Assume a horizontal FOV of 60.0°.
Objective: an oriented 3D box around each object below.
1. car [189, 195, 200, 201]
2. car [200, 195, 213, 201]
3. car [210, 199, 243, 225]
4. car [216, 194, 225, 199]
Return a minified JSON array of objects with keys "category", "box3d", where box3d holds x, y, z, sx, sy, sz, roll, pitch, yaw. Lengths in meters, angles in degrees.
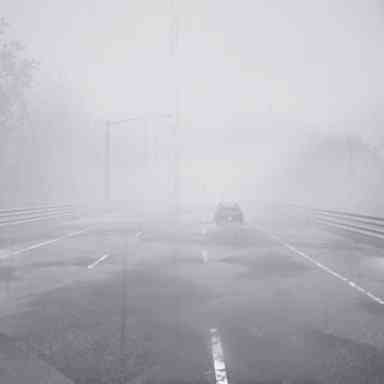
[{"category":"car","box3d":[0.242,1.619,85.746,2.033,1.411,5.357,0,0,7]},{"category":"car","box3d":[3.772,1.675,85.813,1.895,1.301,4.718,0,0,7]},{"category":"car","box3d":[2.598,1.500,24.265,2.128,1.511,4.902,0,0,2]},{"category":"car","box3d":[7.334,1.436,86.171,2.097,1.767,4.553,0,0,7]}]
